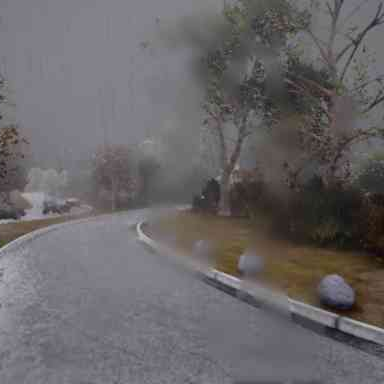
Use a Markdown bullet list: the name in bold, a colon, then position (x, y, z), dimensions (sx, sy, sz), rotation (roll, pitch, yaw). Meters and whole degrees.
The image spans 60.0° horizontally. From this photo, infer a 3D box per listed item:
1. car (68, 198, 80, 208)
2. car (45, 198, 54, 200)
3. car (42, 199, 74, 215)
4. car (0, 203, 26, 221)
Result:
- **car**: position (-17.899, 1.630, 49.976), dimensions (1.882, 1.535, 5.008), rotation (0, 0, -22)
- **car**: position (-22.290, 1.665, 52.086), dimensions (2.033, 1.411, 5.357), rotation (0, 0, -26)
- **car**: position (-14.608, 1.738, 36.085), dimensions (1.895, 1.301, 4.718), rotation (0, 0, -6)
- **car**: position (-14.888, 1.569, 25.253), dimensions (2.033, 1.411, 5.357), rotation (0, -1, 6)
